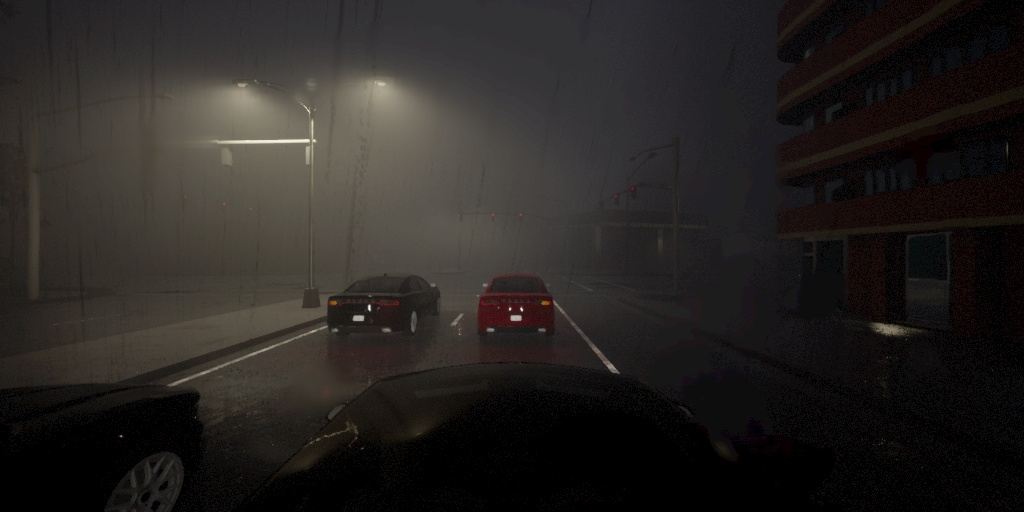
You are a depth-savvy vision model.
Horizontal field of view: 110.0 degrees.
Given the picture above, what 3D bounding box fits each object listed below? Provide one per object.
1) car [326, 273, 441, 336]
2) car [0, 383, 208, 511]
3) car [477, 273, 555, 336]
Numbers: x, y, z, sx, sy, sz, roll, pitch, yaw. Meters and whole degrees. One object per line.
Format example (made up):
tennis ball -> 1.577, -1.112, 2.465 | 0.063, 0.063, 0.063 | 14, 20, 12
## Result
car -> -3.384, 1.227, 10.411 | 1.882, 1.535, 5.008 | 0, 0, 0
car -> -3.409, 1.228, 0.838 | 1.882, 1.535, 5.008 | 0, 0, 0
car -> 0.121, 1.227, 10.421 | 1.882, 1.535, 5.008 | 0, 0, 1
